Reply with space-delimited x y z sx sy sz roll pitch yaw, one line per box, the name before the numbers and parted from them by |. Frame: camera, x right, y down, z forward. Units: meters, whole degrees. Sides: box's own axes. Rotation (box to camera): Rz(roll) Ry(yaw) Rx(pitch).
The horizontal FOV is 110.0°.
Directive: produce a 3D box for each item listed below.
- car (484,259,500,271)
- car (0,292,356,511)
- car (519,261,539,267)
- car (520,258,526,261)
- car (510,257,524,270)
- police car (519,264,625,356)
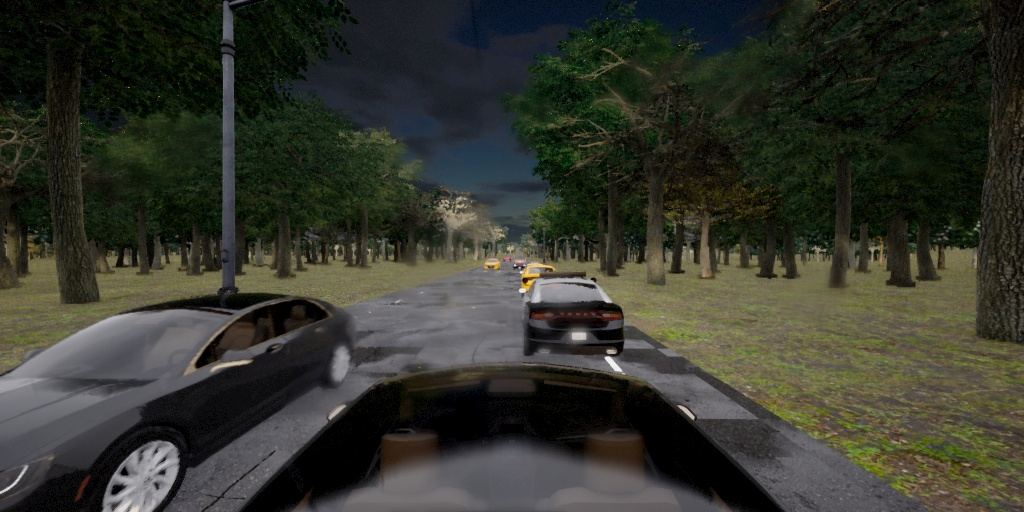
car | -2.573 1.111 47.373 1.882 1.535 5.008 0 0 1
car | -3.547 1.254 4.109 1.837 1.490 4.892 0 0 1
car | 1.430 1.208 18.618 1.882 1.535 5.008 0 0 1
car | 1.569 1.172 24.806 1.801 1.575 5.366 0 0 1
car | 1.087 1.228 48.591 1.895 1.301 4.718 0 0 2
police car | 1.208 1.170 8.728 1.930 1.638 5.238 0 0 1
